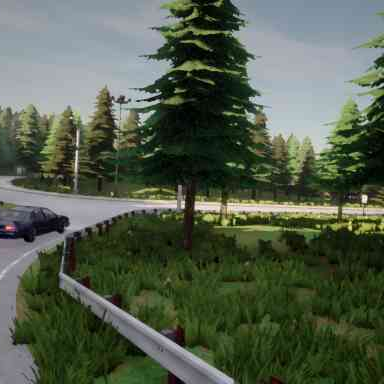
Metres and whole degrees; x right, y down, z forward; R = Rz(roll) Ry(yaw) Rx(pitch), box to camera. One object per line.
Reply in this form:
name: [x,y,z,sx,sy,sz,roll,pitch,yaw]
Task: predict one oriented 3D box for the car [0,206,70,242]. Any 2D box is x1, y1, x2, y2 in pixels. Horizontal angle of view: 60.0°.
car: [-7.602,1.372,15.585,2.033,1.411,5.357,4,1,3]
